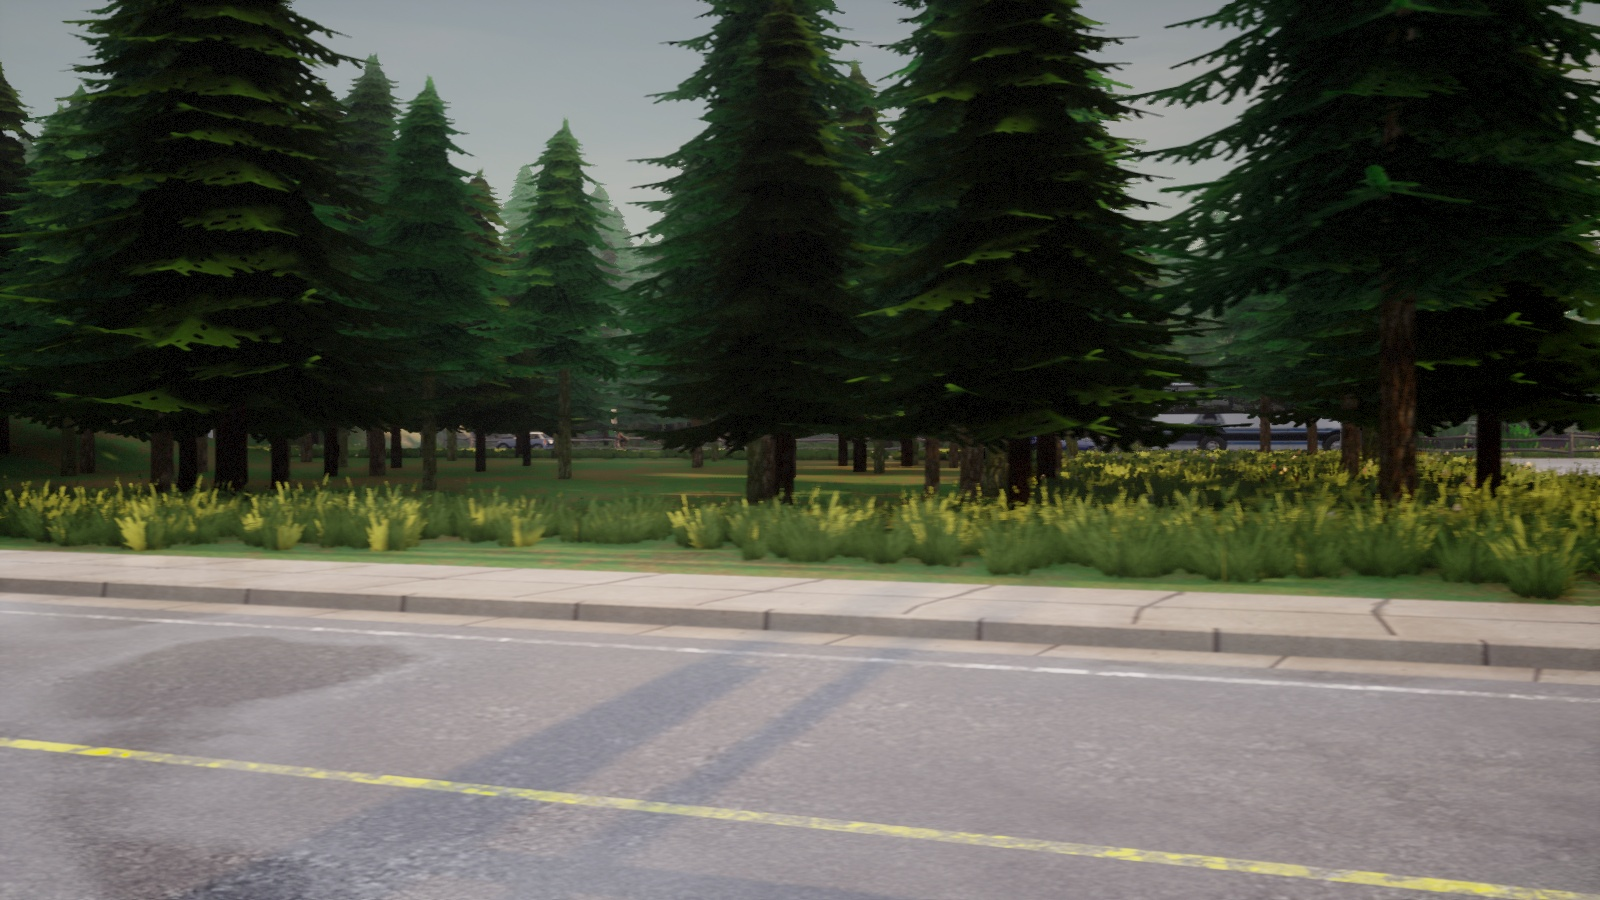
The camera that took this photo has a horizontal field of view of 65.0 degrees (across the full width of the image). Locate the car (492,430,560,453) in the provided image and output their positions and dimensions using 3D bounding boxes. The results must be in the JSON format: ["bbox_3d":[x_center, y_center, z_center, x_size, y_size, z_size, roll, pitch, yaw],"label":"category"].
[{"bbox_3d":[-17.582,-0.563,80.716,3.806,1.475,1.970,1,1,19],"label":"car"}]

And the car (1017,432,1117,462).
[{"bbox_3d":[13.863,-0.170,65.226,4.792,1.488,2.163,1,1,21],"label":"car"}]

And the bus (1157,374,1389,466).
[{"bbox_3d":[23.053,-1.453,61.513,10.273,4.253,3.944,1,1,22],"label":"bus"}]
